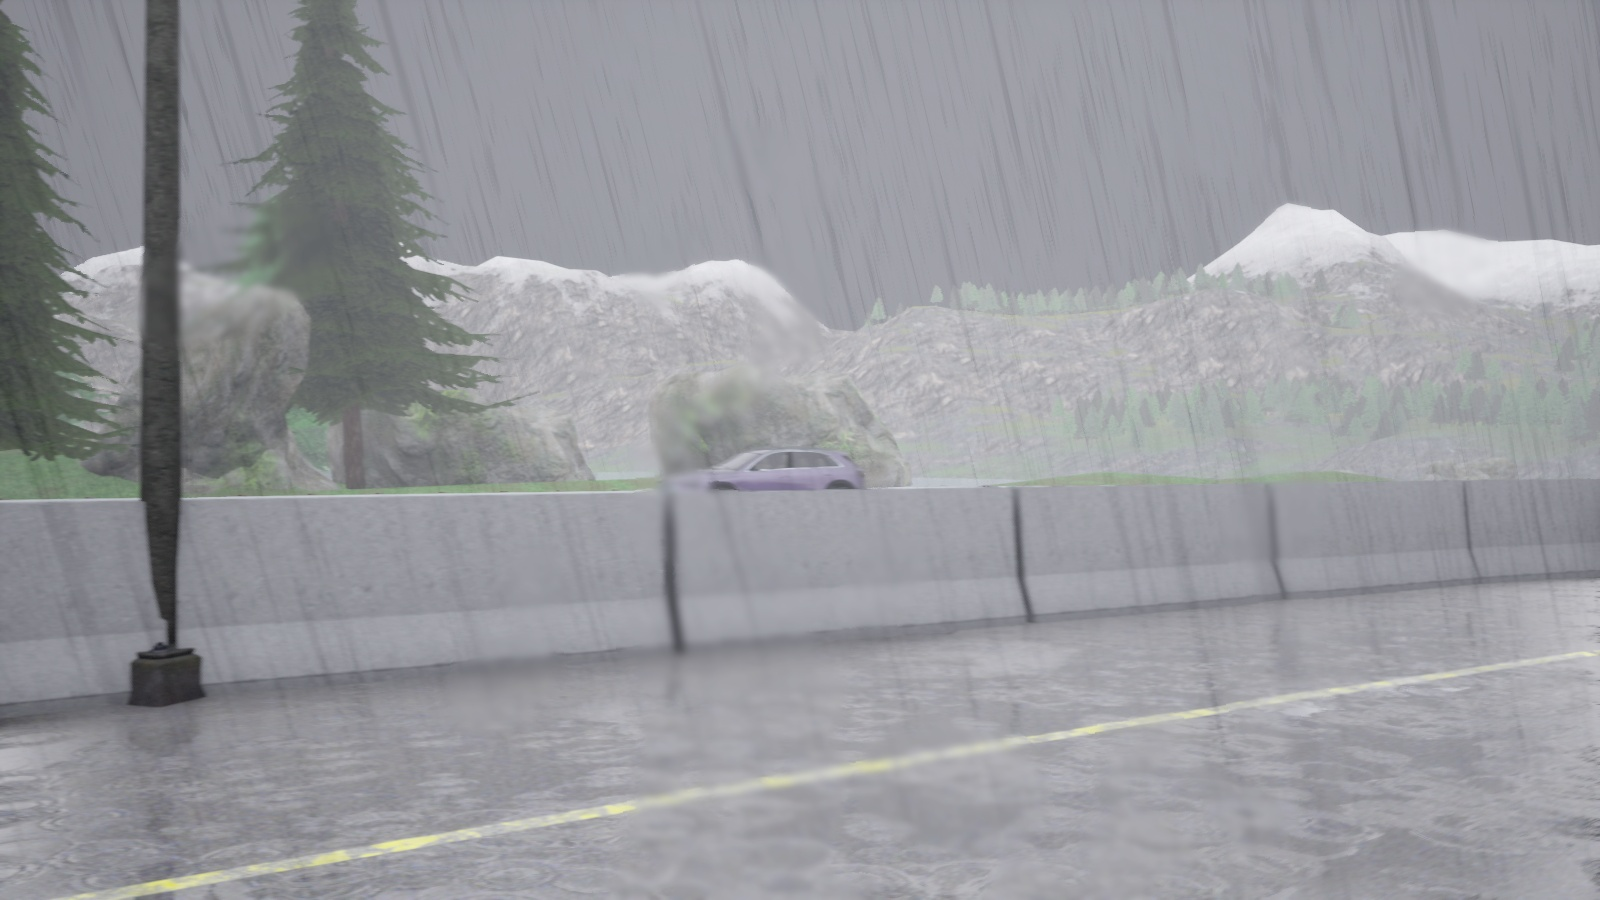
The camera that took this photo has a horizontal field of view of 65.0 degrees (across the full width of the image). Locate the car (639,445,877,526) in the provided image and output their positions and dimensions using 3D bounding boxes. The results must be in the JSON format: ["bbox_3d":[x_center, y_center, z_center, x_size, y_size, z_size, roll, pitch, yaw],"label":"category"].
[{"bbox_3d":[-0.902,0.739,27.665,4.856,1.649,2.033,0,0,-29],"label":"car"}]
